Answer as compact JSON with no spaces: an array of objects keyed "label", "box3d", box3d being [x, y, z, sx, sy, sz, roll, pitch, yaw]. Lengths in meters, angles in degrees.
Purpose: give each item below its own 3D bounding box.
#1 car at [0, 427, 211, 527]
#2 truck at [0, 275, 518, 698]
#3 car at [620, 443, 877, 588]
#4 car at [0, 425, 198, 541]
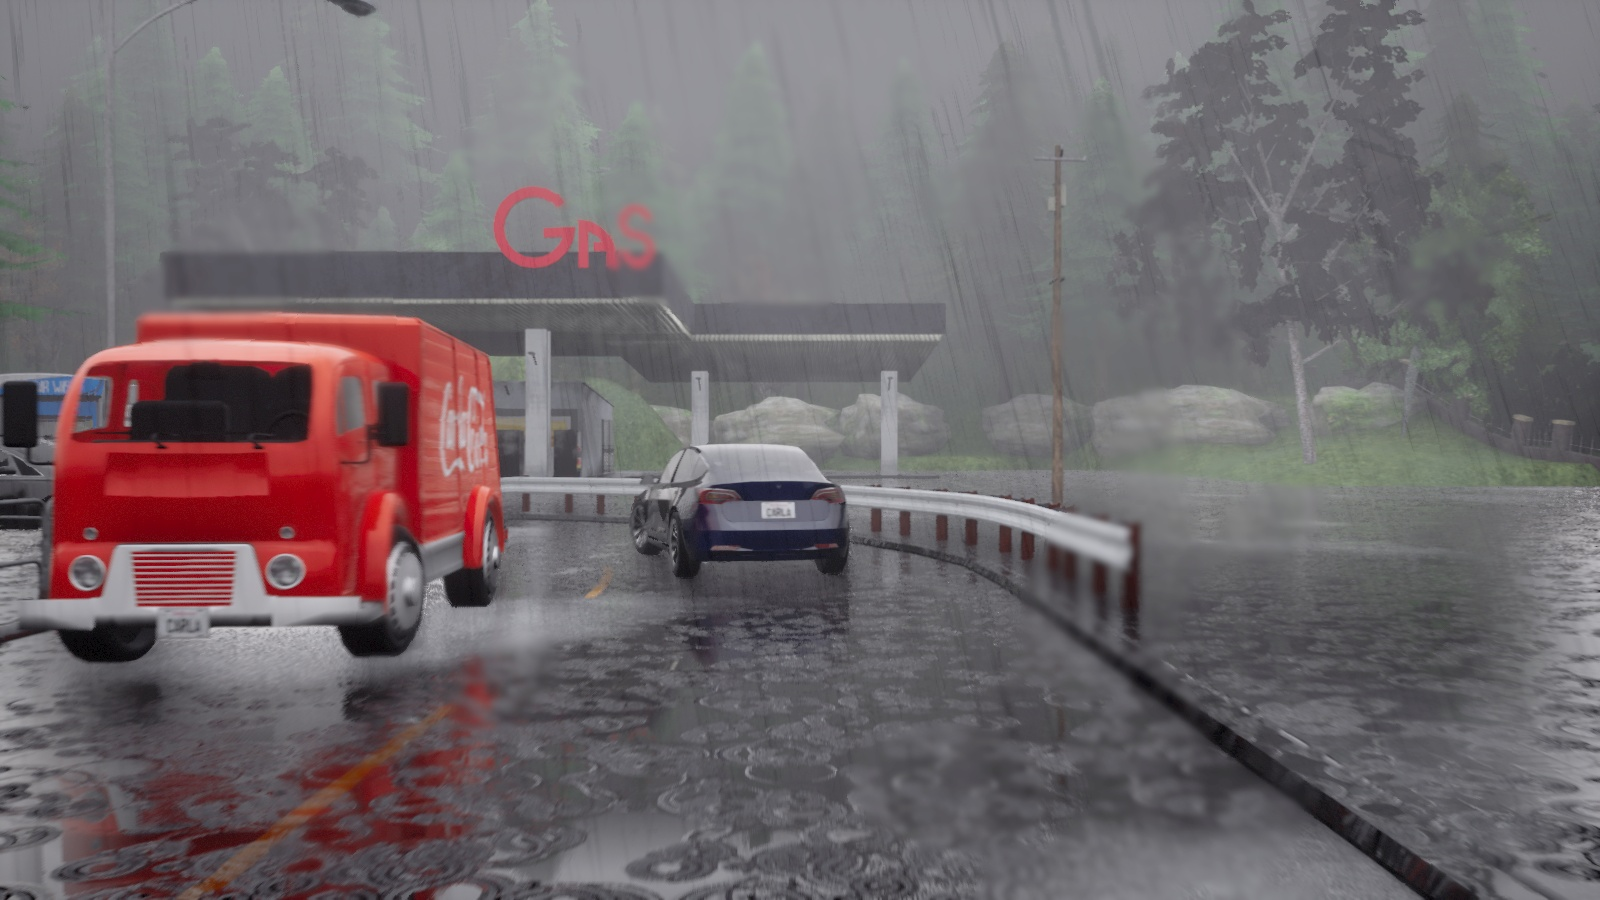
[{"label":"car","box3d":[-13.710,0.462,23.339,4.553,1.767,2.097,0,0,5]},{"label":"truck","box3d":[-3.946,0.200,9.993,2.627,2.467,5.204,0,0,-5]},{"label":"car","box3d":[-0.841,0.660,15.453,2.163,1.488,4.792,0,0,-15]},{"label":"car","box3d":[-12.082,0.473,19.285,4.611,1.667,2.242,0,0,3]}]
